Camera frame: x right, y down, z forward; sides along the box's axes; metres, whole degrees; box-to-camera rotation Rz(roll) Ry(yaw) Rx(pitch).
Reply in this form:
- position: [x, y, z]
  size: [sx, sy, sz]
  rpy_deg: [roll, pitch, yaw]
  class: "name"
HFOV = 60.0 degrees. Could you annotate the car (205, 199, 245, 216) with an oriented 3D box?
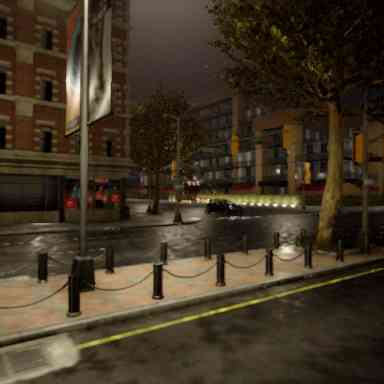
- position: [3.429, 1.530, 35.104]
  size: [2.097, 1.767, 4.553]
  rpy_deg: [1, -1, -36]
  class: "car"
